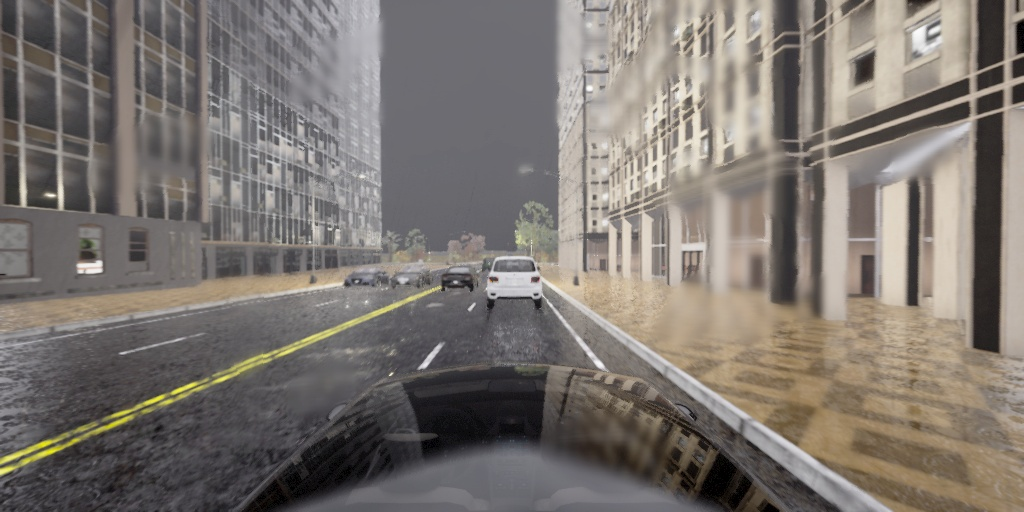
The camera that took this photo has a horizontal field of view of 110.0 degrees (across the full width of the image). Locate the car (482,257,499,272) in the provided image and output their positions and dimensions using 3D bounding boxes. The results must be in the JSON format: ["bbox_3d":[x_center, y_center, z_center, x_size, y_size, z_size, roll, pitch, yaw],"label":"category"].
[{"bbox_3d":[-3.162,1.212,52.806,2.150,2.045,5.566,0,0,0],"label":"car"}]

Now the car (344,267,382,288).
[{"bbox_3d":[-9.849,1.435,24.730,1.994,1.385,4.181,0,0,0],"label":"car"}]

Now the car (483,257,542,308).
[{"bbox_3d":[0.096,1.044,15.911,2.150,2.045,5.566,0,0,0],"label":"car"}]

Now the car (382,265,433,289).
[{"bbox_3d":[-6.601,1.357,24.092,2.128,1.511,4.902,0,0,0],"label":"car"}]

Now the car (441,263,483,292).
[{"bbox_3d":[-3.155,1.333,22.589,1.882,1.535,5.008,0,0,0],"label":"car"}]
